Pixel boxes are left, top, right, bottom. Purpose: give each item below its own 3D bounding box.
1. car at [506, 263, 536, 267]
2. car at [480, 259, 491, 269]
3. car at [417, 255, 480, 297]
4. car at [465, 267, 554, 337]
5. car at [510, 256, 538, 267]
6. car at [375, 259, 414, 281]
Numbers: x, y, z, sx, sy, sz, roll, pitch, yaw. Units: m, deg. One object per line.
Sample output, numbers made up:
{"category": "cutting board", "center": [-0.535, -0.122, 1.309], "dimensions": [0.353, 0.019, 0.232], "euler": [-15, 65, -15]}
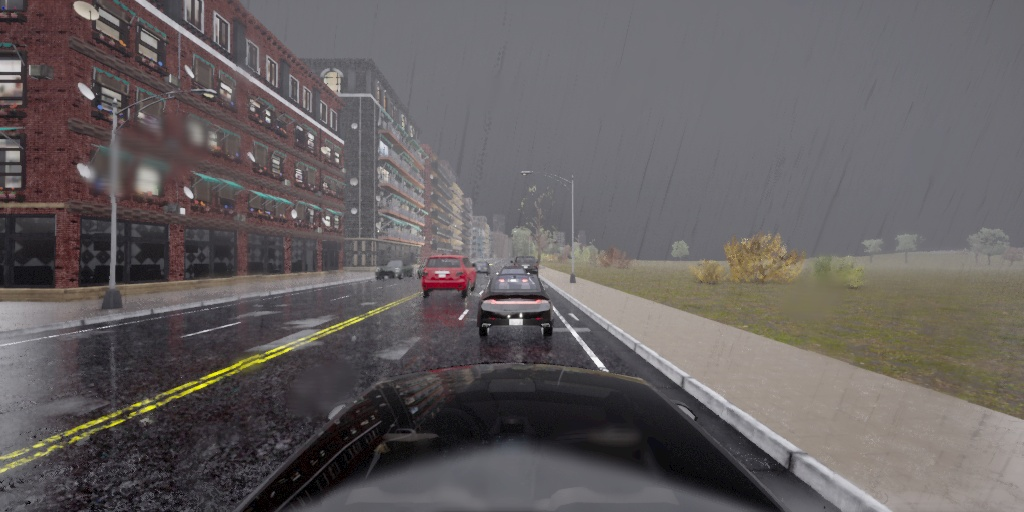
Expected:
{"category": "car", "center": [0.060, 1.301, 20.758], "dimensions": [2.033, 1.411, 5.357], "euler": [0, 0, 0]}
{"category": "car", "center": [-3.237, 1.302, 37.950], "dimensions": [2.033, 1.411, 5.357], "euler": [0, 0, 0]}
{"category": "car", "center": [-3.191, 0.976, 19.044], "dimensions": [2.150, 2.045, 5.566], "euler": [0, 0, 0]}
{"category": "car", "center": [0.081, 1.243, 10.318], "dimensions": [2.128, 1.511, 4.902], "euler": [0, 0, 0]}
{"category": "car", "center": [1.069, 0.979, 30.970], "dimensions": [2.150, 2.045, 5.566], "euler": [0, 0, 0]}
{"category": "car", "center": [-9.919, 1.106, 30.508], "dimensions": [2.097, 1.767, 4.553], "euler": [0, 0, 0]}
